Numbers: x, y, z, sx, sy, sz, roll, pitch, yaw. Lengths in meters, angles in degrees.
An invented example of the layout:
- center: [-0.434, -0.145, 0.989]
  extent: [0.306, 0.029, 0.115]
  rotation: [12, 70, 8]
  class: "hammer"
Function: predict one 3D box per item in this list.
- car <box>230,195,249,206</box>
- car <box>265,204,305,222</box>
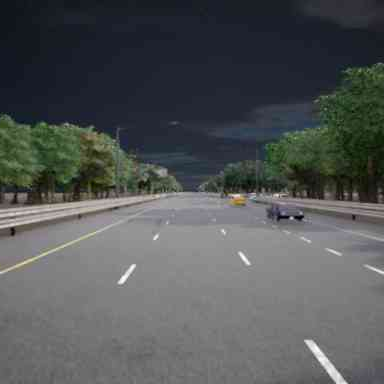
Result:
- center: [6.997, 1.368, 50.560]
  extent: [1.882, 1.535, 5.008]
  rotation: [0, 0, 0]
  class: "car"
- center: [6.998, 1.538, 25.562]
  extent: [1.895, 1.301, 4.718]
  rotation: [0, 0, 0]
  class: "car"
